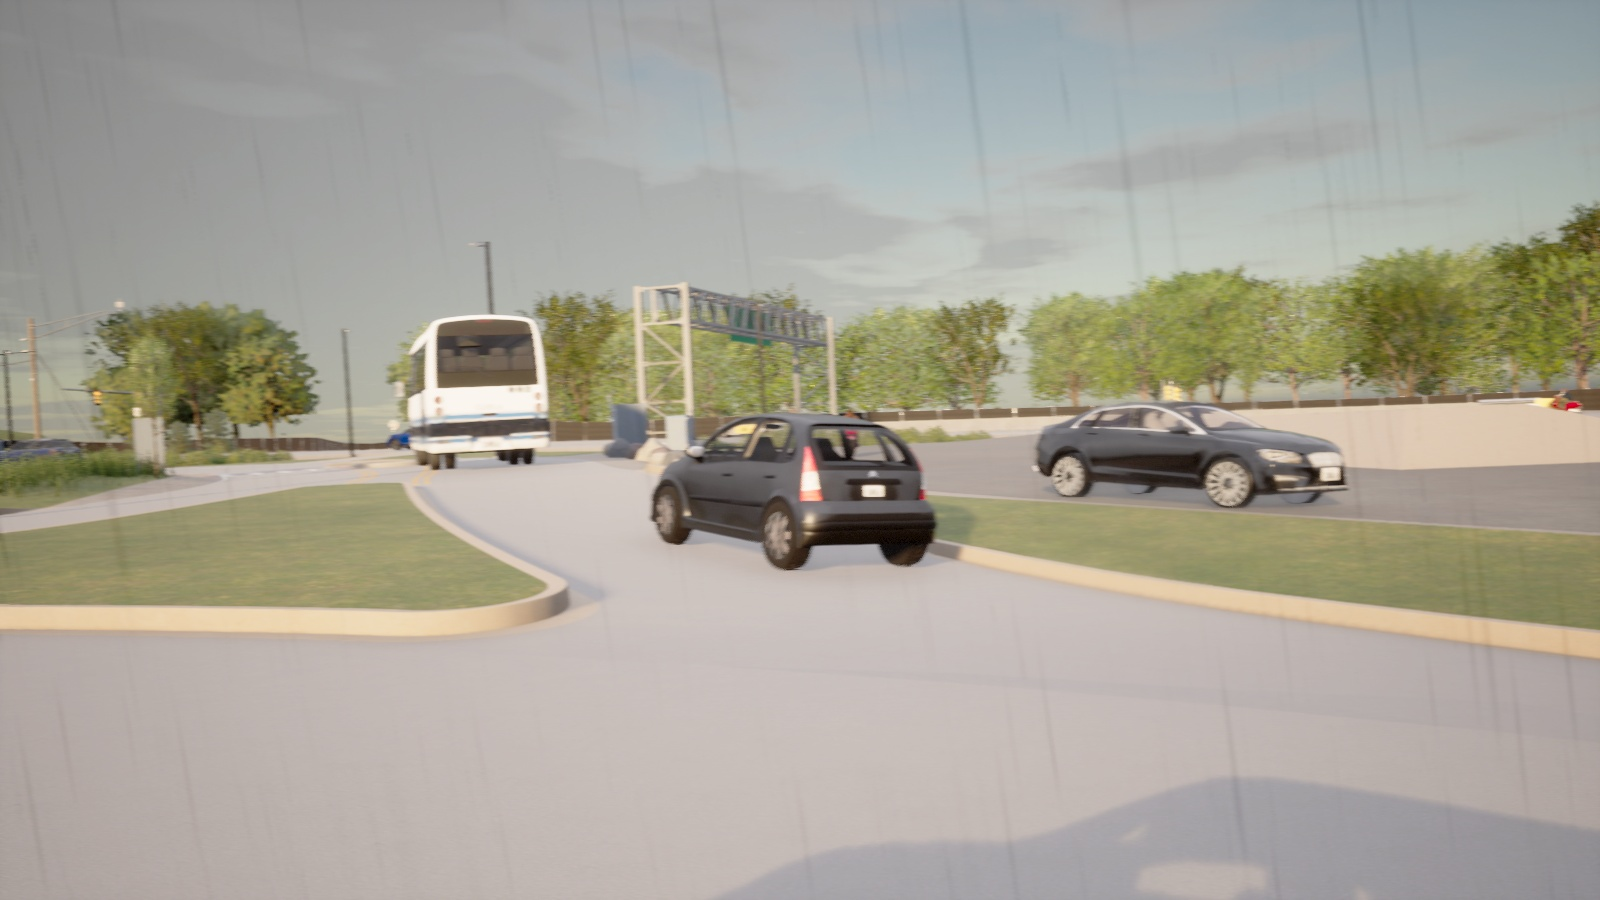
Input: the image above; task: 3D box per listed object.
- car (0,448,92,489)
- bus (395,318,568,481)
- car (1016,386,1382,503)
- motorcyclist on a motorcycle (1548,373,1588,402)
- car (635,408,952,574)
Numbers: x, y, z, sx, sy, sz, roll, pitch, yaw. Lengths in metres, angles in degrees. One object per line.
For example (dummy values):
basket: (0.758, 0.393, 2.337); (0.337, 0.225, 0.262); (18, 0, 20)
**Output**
car: (-37.784, 0.940, 62.235); (4.553, 1.767, 2.097); (-3, 1, 18)
bus: (-10.287, -1.460, 39.434); (3.944, 4.253, 10.273); (-4, 2, -20)
car: (5.755, -0.123, 18.745); (2.128, 1.511, 4.902); (-2, 2, -35)
motorcyclist on a motorcycle: (45.082, -3.674, 73.725); (1.817, 1.590, 0.866); (-2, 2, 21)
car: (-0.233, 0.343, 14.409); (1.851, 1.617, 3.988); (0, 2, -31)
